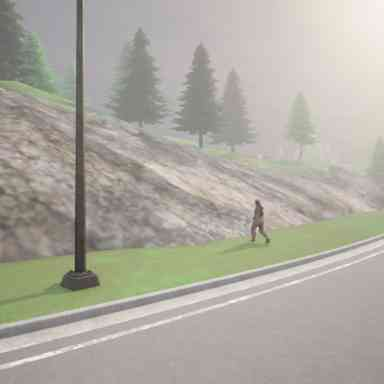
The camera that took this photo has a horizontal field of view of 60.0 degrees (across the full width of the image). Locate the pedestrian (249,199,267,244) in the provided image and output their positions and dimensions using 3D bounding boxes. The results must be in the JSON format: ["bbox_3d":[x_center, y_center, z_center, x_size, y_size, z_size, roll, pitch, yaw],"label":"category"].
[{"bbox_3d":[2.662,1.143,13.408,0.375,1.860,0.375,0,0,-43],"label":"pedestrian"}]
